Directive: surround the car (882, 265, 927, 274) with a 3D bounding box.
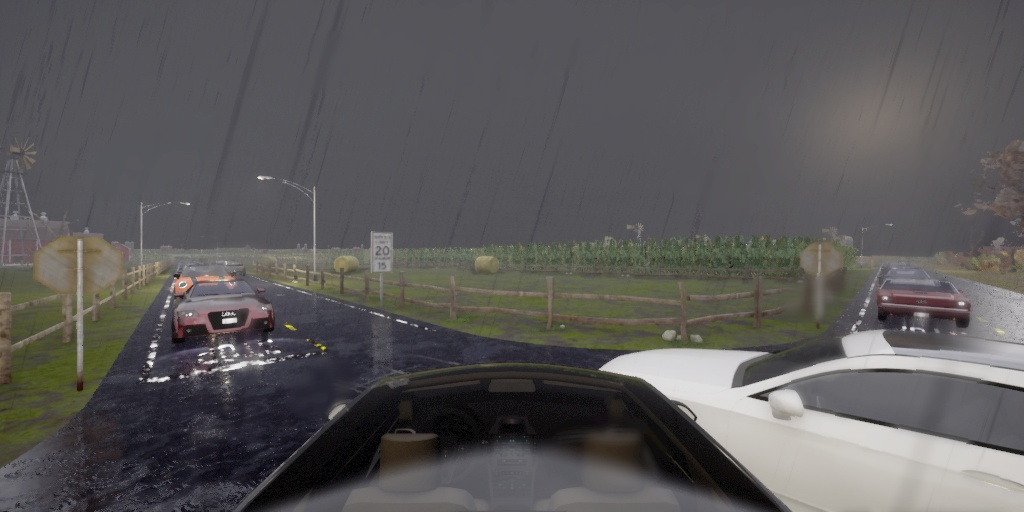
[{"bbox_3d":[20.316,1.369,18.469,5.357,1.411,2.033,0,1,-44],"label":"car"}]

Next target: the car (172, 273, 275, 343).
[{"bbox_3d":[-8.091,1.363,9.987,1.994,1.385,4.181,0,0,-43],"label":"car"}]

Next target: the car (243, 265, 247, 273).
[{"bbox_3d":[-27.531,1.314,35.400,2.128,1.511,4.902,0,0,-42],"label":"car"}]

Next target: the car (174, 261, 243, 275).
[{"bbox_3d":[-13.967,1.154,16.380,2.097,1.767,4.553,0,0,-43],"label":"car"}]

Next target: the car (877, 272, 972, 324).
[{"bbox_3d":[13.342,1.401,11.796,4.718,1.301,1.895,0,1,-44],"label":"car"}]

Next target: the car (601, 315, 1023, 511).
[{"bbox_3d":[2.805,1.293,2.569,1.812,1.442,4.674,0,1,-45],"label":"car"}]

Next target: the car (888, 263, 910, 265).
[{"bbox_3d":[26.972,1.409,24.829,4.181,1.385,1.994,0,1,-44],"label":"car"}]
